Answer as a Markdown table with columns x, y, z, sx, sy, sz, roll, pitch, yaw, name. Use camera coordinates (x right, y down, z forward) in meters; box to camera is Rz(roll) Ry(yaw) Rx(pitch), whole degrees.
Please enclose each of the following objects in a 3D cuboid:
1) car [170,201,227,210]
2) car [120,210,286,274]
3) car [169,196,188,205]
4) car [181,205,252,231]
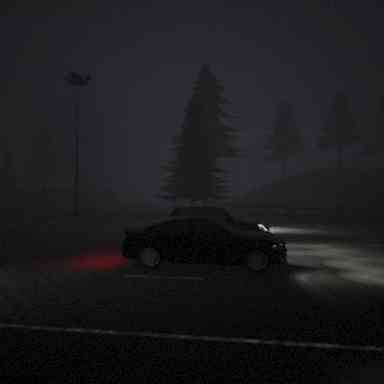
| x | y | z | sx | sy | sz | roll | pitch | yaw | name |
| --- | --- | --- | --- | --- | --- | --- | --- | --- | --- |
| 0.954 | 1.364 | 13.743 | 4.553 | 1.767 | 2.097 | 1 | 0 | 7 | car |
| 0.332 | 1.483 | 10.293 | 5.008 | 1.535 | 1.882 | 0 | 0 | 7 | car |
| -2.611 | 1.543 | 61.328 | 2.033 | 1.411 | 5.357 | 1 | 0 | -19 | car |
| 1.561 | 1.587 | 20.722 | 4.181 | 1.385 | 1.994 | 1 | 0 | 7 | car |
